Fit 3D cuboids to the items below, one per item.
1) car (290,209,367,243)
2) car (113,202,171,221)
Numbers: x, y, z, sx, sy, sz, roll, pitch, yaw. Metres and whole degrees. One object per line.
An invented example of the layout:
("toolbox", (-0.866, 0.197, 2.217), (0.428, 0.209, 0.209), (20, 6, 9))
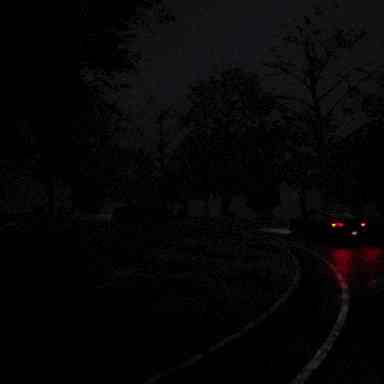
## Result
("car", (6.533, 1.554, 16.375), (1.812, 1.442, 4.674), (0, 0, -9))
("car", (-4.245, 1.560, 28.065), (5.008, 1.535, 1.882), (0, 0, 21))
